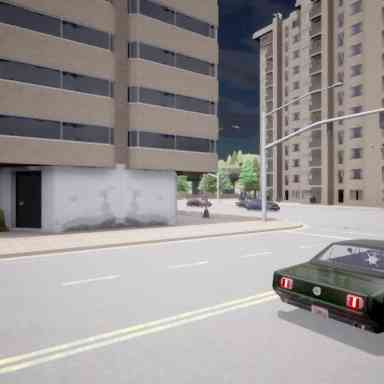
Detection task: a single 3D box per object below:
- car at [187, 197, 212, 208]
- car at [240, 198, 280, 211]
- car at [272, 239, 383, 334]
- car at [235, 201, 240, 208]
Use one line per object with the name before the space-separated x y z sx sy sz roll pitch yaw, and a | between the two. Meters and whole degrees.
car | 1.013 1.526 48.844 1.812 1.442 4.674 0 0 -36
car | 8.172 1.564 38.938 1.994 1.385 4.181 0 0 -36
car | 3.839 1.601 6.516 4.718 1.301 1.895 0 0 -35
car | 7.810 1.563 45.659 1.994 1.385 4.181 0 0 -35
